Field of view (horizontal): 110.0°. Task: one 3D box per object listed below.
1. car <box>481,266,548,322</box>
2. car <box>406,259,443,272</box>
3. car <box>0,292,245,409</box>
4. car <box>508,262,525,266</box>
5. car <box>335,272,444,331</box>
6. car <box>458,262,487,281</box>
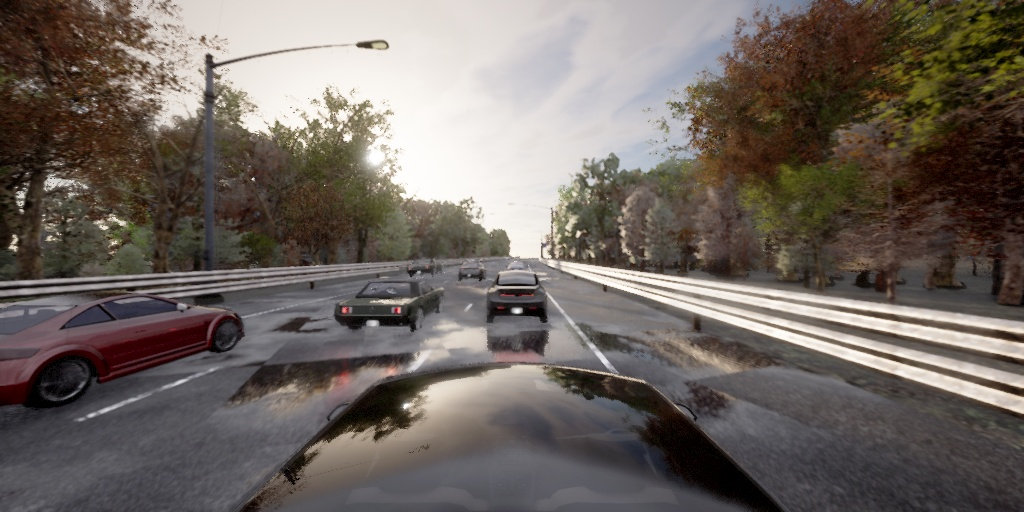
[{"bbox_3d":[0.160,1.250,12.280,1.837,1.490,4.892,0,0,0],"label":"car"},{"bbox_3d":[-6.686,0.897,28.086,1.895,1.301,4.718,-4,0,1],"label":"car"},{"bbox_3d":[-6.852,1.306,6.144,1.994,1.385,4.181,0,0,0],"label":"car"},{"bbox_3d":[0.405,1.253,30.245,1.812,1.442,4.674,0,0,1],"label":"car"},{"bbox_3d":[-3.358,1.342,10.913,1.895,1.301,4.718,0,0,0],"label":"car"},{"bbox_3d":[-3.116,1.218,28.951,2.128,1.511,4.902,0,0,1],"label":"car"}]
